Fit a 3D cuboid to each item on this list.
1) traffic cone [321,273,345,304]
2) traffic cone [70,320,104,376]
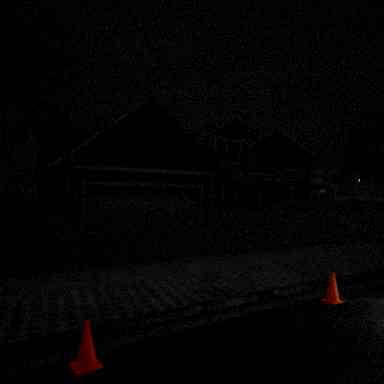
[{"bbox_3d":[2.983,2.011,7.041,0.340,0.580,0.340,1,0,-31],"label":"traffic cone"},{"bbox_3d":[-1.355,1.955,4.290,0.340,0.580,0.340,1,0,-34],"label":"traffic cone"}]
